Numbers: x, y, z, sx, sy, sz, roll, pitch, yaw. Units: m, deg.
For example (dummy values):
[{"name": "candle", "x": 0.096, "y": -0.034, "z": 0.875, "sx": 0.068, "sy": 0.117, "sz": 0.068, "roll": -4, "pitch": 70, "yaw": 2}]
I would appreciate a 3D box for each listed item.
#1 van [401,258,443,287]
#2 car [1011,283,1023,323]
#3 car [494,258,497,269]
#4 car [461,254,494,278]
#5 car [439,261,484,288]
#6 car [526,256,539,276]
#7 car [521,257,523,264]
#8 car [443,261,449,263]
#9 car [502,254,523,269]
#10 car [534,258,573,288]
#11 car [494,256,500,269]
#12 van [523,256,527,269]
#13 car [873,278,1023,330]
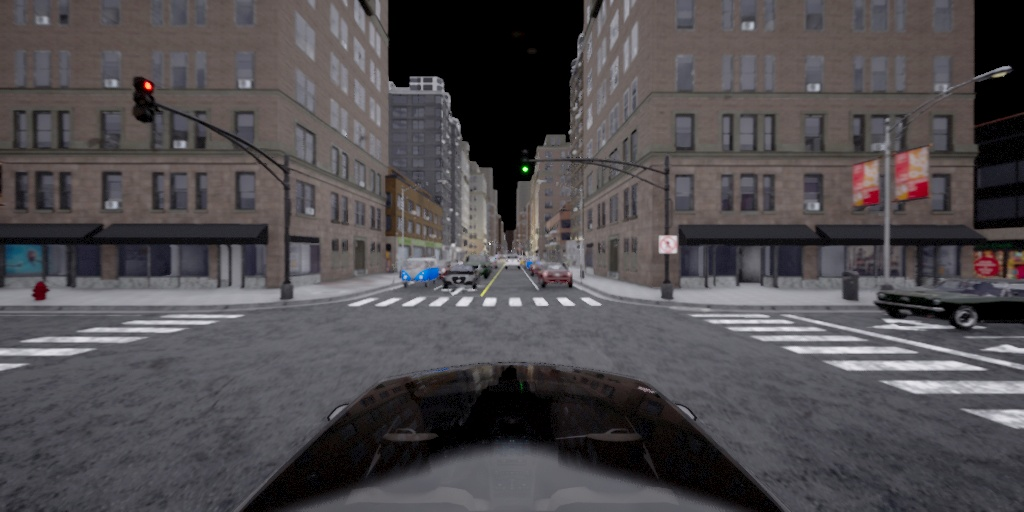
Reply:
[{"name": "van", "x": -5.847, "y": 1.017, "z": 23.093, "sx": 1.690, "sy": 1.789, "sz": 3.998, "roll": 0, "pitch": 0, "yaw": 0}, {"name": "car", "x": 13.802, "y": 1.340, "z": 7.243, "sx": 4.718, "sy": 1.301, "sz": 1.895, "roll": 0, "pitch": 0, "yaw": -1}, {"name": "car", "x": -3.102, "y": 1.210, "z": 41.843, "sx": 1.895, "sy": 1.301, "sz": 4.718, "roll": 0, "pitch": 0, "yaw": 0}, {"name": "car", "x": -3.094, "y": 0.865, "z": 32.051, "sx": 2.150, "sy": 2.045, "sz": 5.566, "roll": 0, "pitch": 0, "yaw": 0}, {"name": "car", "x": -3.090, "y": 1.240, "z": 22.744, "sx": 1.994, "sy": 1.385, "sz": 4.181, "roll": 0, "pitch": 0, "yaw": 0}, {"name": "car", "x": 2.668, "y": 1.073, "z": 34.441, "sx": 1.967, "sy": 1.591, "sz": 4.097, "roll": 0, "pitch": 0, "yaw": 0}, {"name": "car", "x": 2.652, "y": 1.097, "z": 51.619, "sx": 1.751, "sy": 1.417, "sz": 4.829, "roll": 0, "pitch": 0, "yaw": 0}, {"name": "car", "x": -5.852, "y": 1.096, "z": 28.761, "sx": 1.967, "sy": 1.591, "sz": 4.097, "roll": 0, "pitch": 0, "yaw": 0}, {"name": "car", "x": 0.080, "y": 0.793, "z": 52.203, "sx": 2.150, "sy": 2.045, "sz": 5.566, "roll": 0, "pitch": 0, "yaw": 0}, {"name": "car", "x": 2.679, "y": 1.112, "z": 23.103, "sx": 1.967, "sy": 1.591, "sz": 4.097, "roll": 0, "pitch": 0, "yaw": 0}, {"name": "car", "x": -3.067, "y": 1.098, "z": 51.945, "sx": 1.812, "sy": 1.442, "sz": 4.674, "roll": 0, "pitch": 0, "yaw": 0}, {"name": "van", "x": 2.657, "y": 0.933, "z": 45.780, "sx": 1.690, "sy": 1.789, "sz": 3.998, "roll": 0, "pitch": 0, "yaw": 0}, {"name": "car", "x": 13.665, "y": 1.324, "z": 10.492, "sx": 4.718, "sy": 1.301, "sz": 1.895, "roll": 0, "pitch": 0, "yaw": -1}]
